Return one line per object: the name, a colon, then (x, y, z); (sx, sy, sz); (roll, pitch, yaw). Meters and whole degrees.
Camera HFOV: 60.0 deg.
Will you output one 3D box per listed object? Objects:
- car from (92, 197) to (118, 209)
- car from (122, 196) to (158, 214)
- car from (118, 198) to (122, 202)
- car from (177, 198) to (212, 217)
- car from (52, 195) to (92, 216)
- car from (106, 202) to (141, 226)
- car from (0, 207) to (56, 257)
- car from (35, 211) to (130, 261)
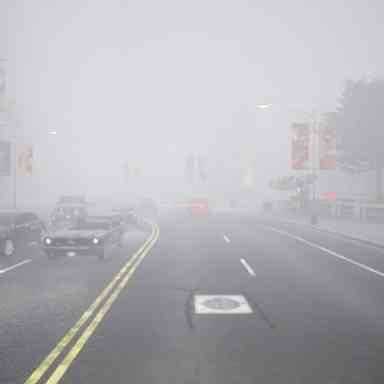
car: (-12.241, 1.486, 44.094); (4.892, 1.490, 1.837); (0, 0, 44)
car: (-5.332, 1.337, 34.985); (2.097, 1.767, 4.553); (0, 0, -30)
car: (-9.977, 1.545, 46.630); (4.181, 1.385, 1.994); (0, 0, 45)
car: (0.116, 1.339, 31.268); (2.097, 1.767, 4.553); (0, 0, -20)
car: (-8.493, 1.212, 23.621); (2.150, 2.045, 5.566); (0, 0, -15)
car: (-4.800, 1.591, 23.098); (1.895, 1.301, 4.718); (0, 0, -12)
car: (-7.277, 1.500, 12.955); (1.837, 1.490, 4.892); (0, 0, -2)
car: (-3.751, 1.596, 12.385); (1.895, 1.301, 4.718); (0, 0, -2)
